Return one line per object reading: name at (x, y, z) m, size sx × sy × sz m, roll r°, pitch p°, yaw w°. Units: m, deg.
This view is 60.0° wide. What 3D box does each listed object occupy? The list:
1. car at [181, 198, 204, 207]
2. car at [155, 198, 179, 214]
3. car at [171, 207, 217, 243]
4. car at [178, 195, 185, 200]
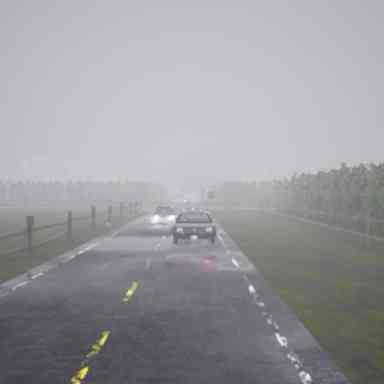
car at (0.090, 1.530, 30.061) m, size 2.033 × 1.411 × 5.357 m, roll 0°, pitch 0°, yaw 0°
car at (-2.758, 1.581, 35.283) m, size 1.895 × 1.301 × 4.718 m, roll 0°, pitch 0°, yaw 0°
car at (0.097, 1.594, 15.993) m, size 1.895 × 1.301 × 4.718 m, roll 0°, pitch 0°, yaw 0°
car at (-2.769, 1.453, 91.246) m, size 1.895 × 1.301 × 4.718 m, roll 0°, pitch 0°, yaw 0°
